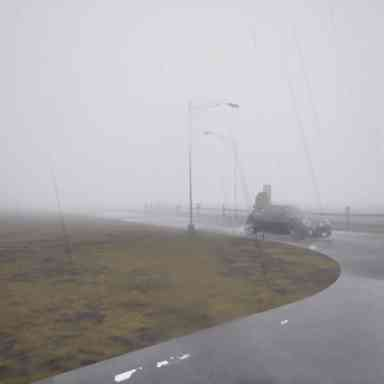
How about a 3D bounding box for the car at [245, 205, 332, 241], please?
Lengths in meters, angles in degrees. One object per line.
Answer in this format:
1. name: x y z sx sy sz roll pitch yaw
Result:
1. car: 4.974 1.466 17.637 2.097 1.767 4.553 0 -1 -35
